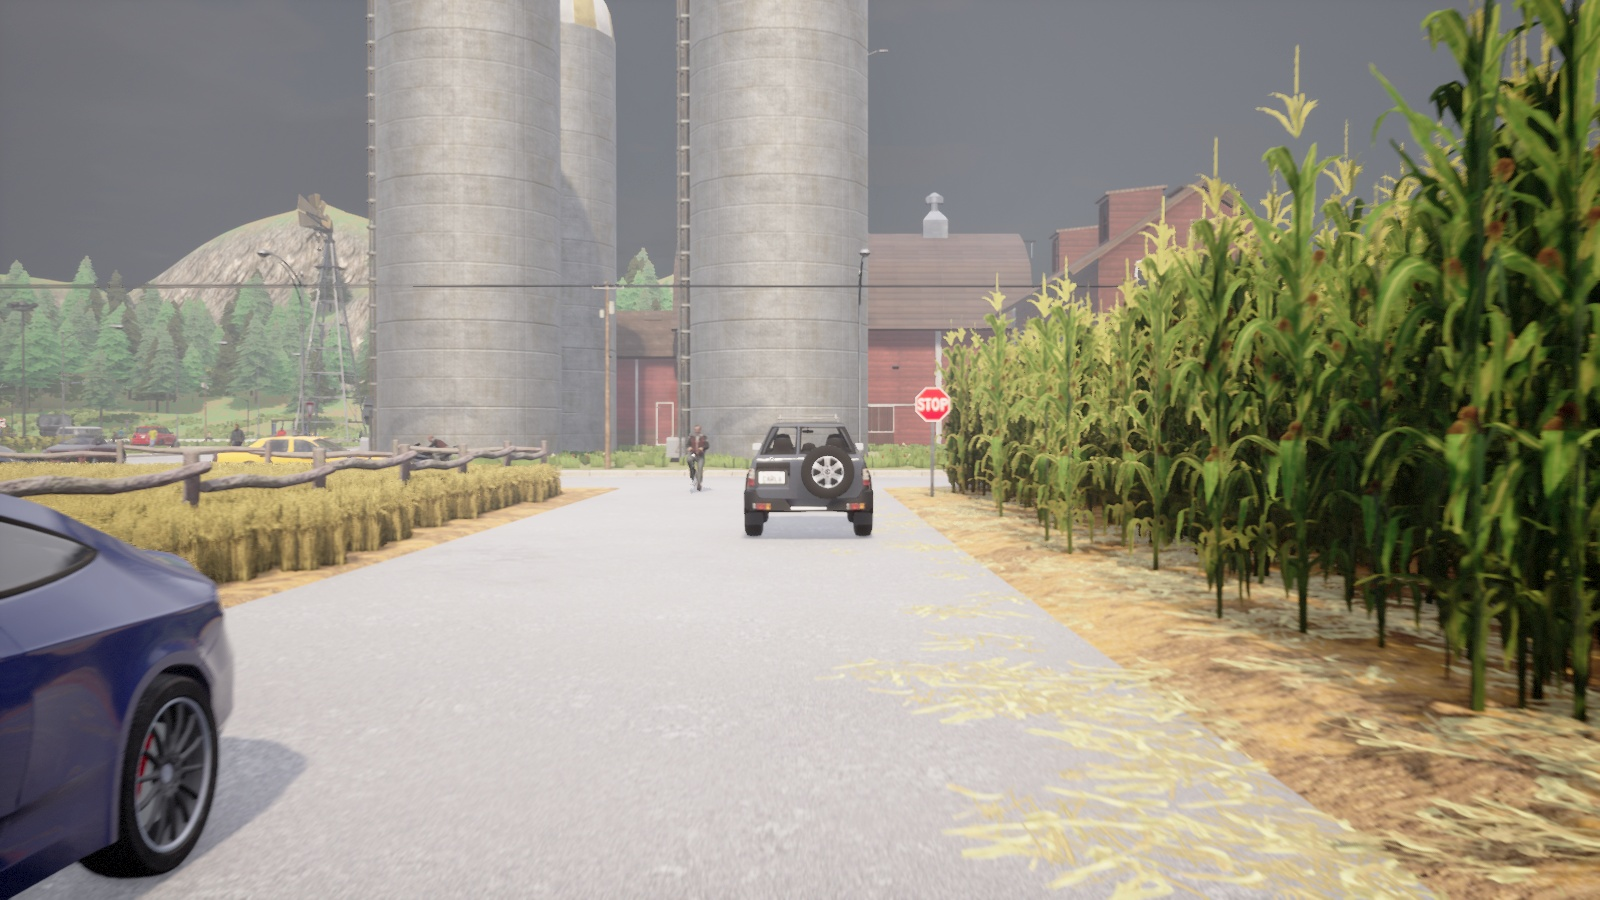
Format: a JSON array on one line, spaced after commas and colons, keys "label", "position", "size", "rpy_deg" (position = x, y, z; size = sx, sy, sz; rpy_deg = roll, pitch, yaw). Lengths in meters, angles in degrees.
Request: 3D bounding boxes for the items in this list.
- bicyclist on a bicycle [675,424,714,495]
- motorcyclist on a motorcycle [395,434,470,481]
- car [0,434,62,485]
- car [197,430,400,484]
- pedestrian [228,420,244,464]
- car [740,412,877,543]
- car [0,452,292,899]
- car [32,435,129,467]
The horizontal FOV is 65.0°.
[{"label": "bicyclist on a bicycle", "position": [-2.687, 0.225, 32.109], "size": [0.659, 1.776, 1.843], "rpy_deg": [1, 1, 5]}, {"label": "motorcyclist on a motorcycle", "position": [-12.050, 0.244, 41.221], "size": [2.191, 1.530, 0.866], "rpy_deg": [0, 1, 1]}, {"label": "car", "position": [-25.251, 0.250, 37.797], "size": [4.792, 1.488, 2.163], "rpy_deg": [0, 1, 0]}, {"label": "car", "position": [-15.008, 0.198, 37.744], "size": [5.366, 1.575, 1.801], "rpy_deg": [0, 1, 0]}, {"label": "pedestrian", "position": [-24.628, -0.353, 54.833], "size": [0.423, 1.949, 0.788], "rpy_deg": [0, 1, -8]}, {"label": "car", "position": [0.129, 0.355, 20.065], "size": [1.932, 1.855, 4.605], "rpy_deg": [0, 1, 0]}, {"label": "car", "position": [-3.068, 0.749, 2.981], "size": [1.812, 1.442, 4.674], "rpy_deg": [0, 0, 0]}, {"label": "car", "position": [-32.180, 0.027, 56.322], "size": [1.994, 1.385, 4.181], "rpy_deg": [0, 1, -1]}]
